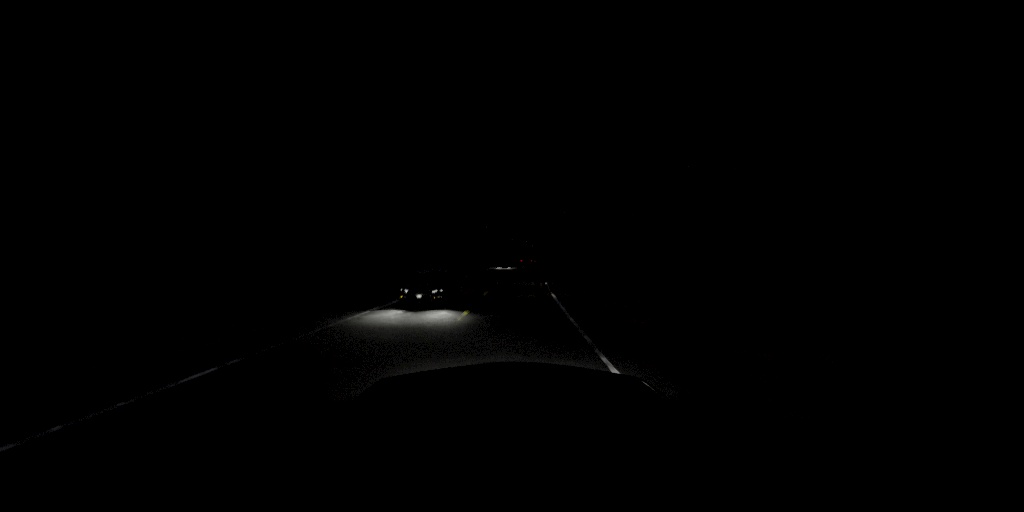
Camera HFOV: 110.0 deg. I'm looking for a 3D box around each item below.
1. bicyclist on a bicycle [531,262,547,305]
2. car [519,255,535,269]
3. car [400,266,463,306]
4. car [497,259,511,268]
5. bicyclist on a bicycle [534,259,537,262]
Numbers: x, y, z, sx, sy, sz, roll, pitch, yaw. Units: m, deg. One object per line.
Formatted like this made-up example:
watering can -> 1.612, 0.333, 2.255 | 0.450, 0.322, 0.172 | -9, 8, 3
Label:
bicyclist on a bicycle -> 1.204, 1.184, 15.081 | 0.582, 1.620, 1.656 | 0, 0, 2
car -> 2.166, 0.850, 53.535 | 2.150, 2.045, 5.566 | 0, 0, 3
car -> -3.336, 1.227, 15.618 | 1.837, 1.490, 4.892 | 0, 0, 2
car -> -1.269, 1.166, 57.832 | 1.994, 1.385, 4.181 | 0, 0, 3
bicyclist on a bicycle -> 1.563, 1.084, 23.949 | 0.659, 1.776, 1.843 | 0, 0, 3
